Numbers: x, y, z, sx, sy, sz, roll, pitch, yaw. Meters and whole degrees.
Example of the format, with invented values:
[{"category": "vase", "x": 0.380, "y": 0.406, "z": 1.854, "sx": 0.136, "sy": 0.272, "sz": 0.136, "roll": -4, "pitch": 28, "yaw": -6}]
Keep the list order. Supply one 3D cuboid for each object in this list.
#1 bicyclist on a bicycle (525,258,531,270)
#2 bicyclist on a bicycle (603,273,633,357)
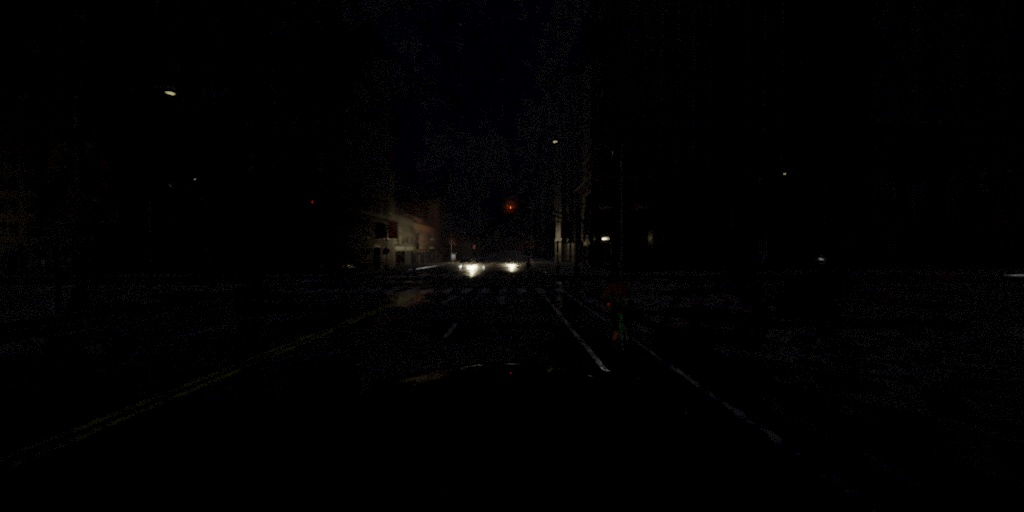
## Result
[{"category": "bicyclist on a bicycle", "x": 2.230, "y": 1.110, "z": 49.182, "sx": 0.866, "sy": 1.612, "sz": 1.509, "roll": 0, "pitch": 0, "yaw": 0}, {"category": "bicyclist on a bicycle", "x": 2.248, "y": 1.189, "z": 7.592, "sx": 0.582, "sy": 1.620, "sz": 1.656, "roll": 0, "pitch": 0, "yaw": 0}]
